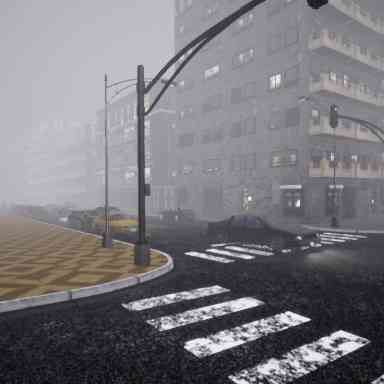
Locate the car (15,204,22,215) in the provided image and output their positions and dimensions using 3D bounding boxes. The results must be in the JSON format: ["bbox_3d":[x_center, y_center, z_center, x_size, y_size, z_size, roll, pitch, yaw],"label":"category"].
[{"bbox_3d":[-21.592,2.392,43.700,1.802,1.307,4.206,-2,0,-36],"label":"car"}]

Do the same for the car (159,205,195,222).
[{"bbox_3d":[-1.455,1.915,30.430,2.008,1.369,4.403,-2,0,-36],"label":"car"}]

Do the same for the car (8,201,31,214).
[{"bbox_3d":[-24.939,2.449,48.257,1.887,1.381,4.507,-2,0,-36],"label":"car"}]

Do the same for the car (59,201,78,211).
[{"bbox_3d":[-21.534,2.366,57.775,1.967,1.590,4.097,-2,0,-36],"label":"car"}]

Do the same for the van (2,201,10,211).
[{"bbox_3d":[-31.636,2.433,57.373,1.690,1.788,3.998,-2,0,-36],"label":"van"}]

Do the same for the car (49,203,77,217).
[{"bbox_3d":[-14.996,2.263,39.139,1.895,1.301,4.718,-1,-1,-36],"label":"car"}]

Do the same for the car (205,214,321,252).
[{"bbox_3d":[2.964,1.712,15.139,2.033,1.411,5.357,-1,-1,-42],"label":"car"}]

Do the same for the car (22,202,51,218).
[{"bbox_3d":[-18.247,2.262,39.142,1.887,1.381,4.507,-2,0,-36],"label":"car"}]

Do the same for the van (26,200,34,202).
[{"bbox_3d":[-41.613,2.831,85.121,1.690,1.788,3.998,-2,0,-36],"label":"van"}]

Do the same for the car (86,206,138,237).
[{"bbox_3d":[-4.764,1.865,20.776,1.752,1.417,4.829,-2,0,-36],"label":"car"}]

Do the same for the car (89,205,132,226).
[{"bbox_3d":[-7.008,1.944,28.234,1.837,1.490,4.892,-1,-1,-36],"label":"car"}]

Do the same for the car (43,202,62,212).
[{"bbox_3d":[-23.805,2.518,56.526,1.994,1.385,4.181,-1,-1,-37],"label":"car"}]

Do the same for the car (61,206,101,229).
[{"bbox_3d":[-8.209,2.002,25.470,1.947,1.339,4.313,-2,0,-36],"label":"car"}]
